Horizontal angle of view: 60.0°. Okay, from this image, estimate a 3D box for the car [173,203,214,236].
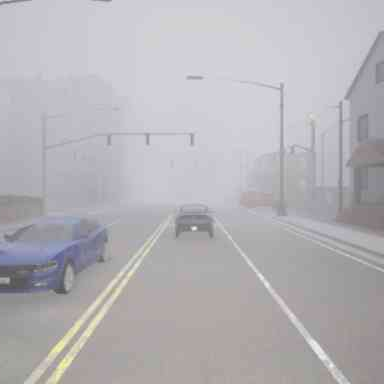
[{"bbox_3d":[0.099,1.359,17.282,1.837,1.490,4.892,0,0,0],"label":"car"}]

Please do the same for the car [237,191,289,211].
[{"bbox_3d":[7.771,0.955,36.516,5.566,2.045,2.150,3,1,1],"label":"car"}]

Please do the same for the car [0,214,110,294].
[{"bbox_3d":[-3.587,1.403,8.825,1.882,1.535,5.008,0,0,0],"label":"car"}]
